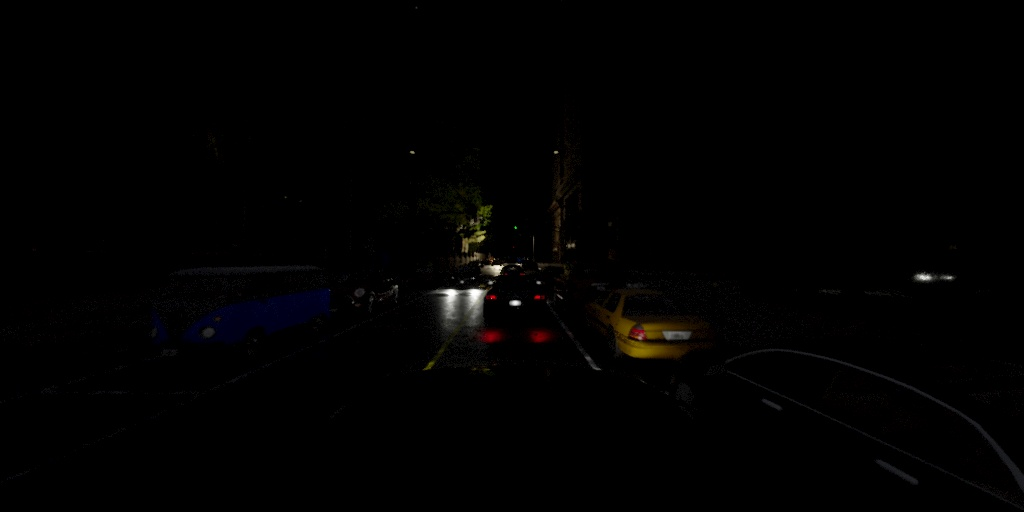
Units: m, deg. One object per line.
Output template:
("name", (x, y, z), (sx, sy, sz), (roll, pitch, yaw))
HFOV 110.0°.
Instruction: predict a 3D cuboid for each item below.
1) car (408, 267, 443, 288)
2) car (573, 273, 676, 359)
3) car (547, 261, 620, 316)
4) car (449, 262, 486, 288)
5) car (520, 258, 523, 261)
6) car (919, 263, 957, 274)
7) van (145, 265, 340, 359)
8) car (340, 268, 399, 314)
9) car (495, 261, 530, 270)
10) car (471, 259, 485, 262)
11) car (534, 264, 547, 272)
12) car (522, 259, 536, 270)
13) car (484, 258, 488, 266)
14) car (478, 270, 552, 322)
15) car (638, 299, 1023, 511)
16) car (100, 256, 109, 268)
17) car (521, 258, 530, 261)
("car", (-5.770, 1.399, 24.412), (1.802, 1.307, 4.207), (0, 0, 0))
("car", (2.761, 1.295, 8.291), (1.751, 1.417, 4.829), (0, 0, 0))
("car", (2.759, 1.101, 13.547), (2.192, 1.841, 5.009), (0, 0, 0))
("car", (-3.053, 1.343, 24.429), (1.812, 1.442, 4.674), (0, 0, 1))
("car", (2.744, 1.436, 61.845), (1.751, 1.417, 4.829), (0, 0, 0))
("car", (46.463, 1.789, 38.916), (5.566, 2.045, 2.150), (1, 0, 0))
("van", (-5.764, 1.111, 8.133), (1.690, 1.789, 3.998), (0, 0, 0))
("car", (-5.766, 1.226, 13.560), (1.967, 1.591, 4.097), (0, 0, 0))
("car", (-0.051, 1.347, 25.905), (1.812, 1.442, 4.674), (0, 0, -5))
("car", (-5.779, 1.449, 56.272), (2.007, 1.370, 4.403), (0, 0, 0))
("car", (2.756, 1.383, 24.397), (1.948, 1.339, 4.313), (0, 0, 0))
("car", (2.748, 1.451, 50.834), (1.948, 1.339, 4.313), (0, 0, 0))
("car", (-5.781, 1.351, 61.692), (1.967, 1.591, 4.097), (0, 0, 0))
("car", (0.098, 1.347, 12.477), (1.994, 1.385, 4.181), (0, 0, 0))
("car", (2.763, 1.304, 2.696), (2.007, 1.370, 4.403), (0, 0, 0))
("car", (-46.022, 0.637, 38.998), (4.181, 1.385, 1.994), (1, 0, 0))
("car", (2.746, 1.464, 56.254), (1.948, 1.339, 4.313), (0, 0, 0))
